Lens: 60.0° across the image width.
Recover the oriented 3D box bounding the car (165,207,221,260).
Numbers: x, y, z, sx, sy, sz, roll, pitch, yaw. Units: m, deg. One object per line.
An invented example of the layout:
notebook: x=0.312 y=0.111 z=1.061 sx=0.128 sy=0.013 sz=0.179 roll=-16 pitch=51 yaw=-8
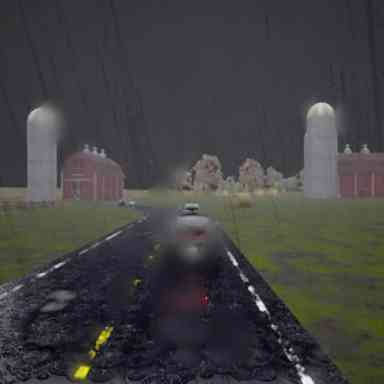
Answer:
car: x=0.046 y=1.540 z=12.605 sx=1.837 sy=1.490 sz=4.892 roll=0 pitch=0 yaw=0

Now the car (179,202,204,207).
car: x=-0.024 y=1.591 z=27.638 sx=1.837 sy=1.490 sz=4.892 roll=0 pitch=0 yaw=-1

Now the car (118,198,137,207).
car: x=-10.888 y=1.738 z=55.735 sx=2.128 sy=1.511 sz=4.902 roll=0 pitch=0 yaw=-33
